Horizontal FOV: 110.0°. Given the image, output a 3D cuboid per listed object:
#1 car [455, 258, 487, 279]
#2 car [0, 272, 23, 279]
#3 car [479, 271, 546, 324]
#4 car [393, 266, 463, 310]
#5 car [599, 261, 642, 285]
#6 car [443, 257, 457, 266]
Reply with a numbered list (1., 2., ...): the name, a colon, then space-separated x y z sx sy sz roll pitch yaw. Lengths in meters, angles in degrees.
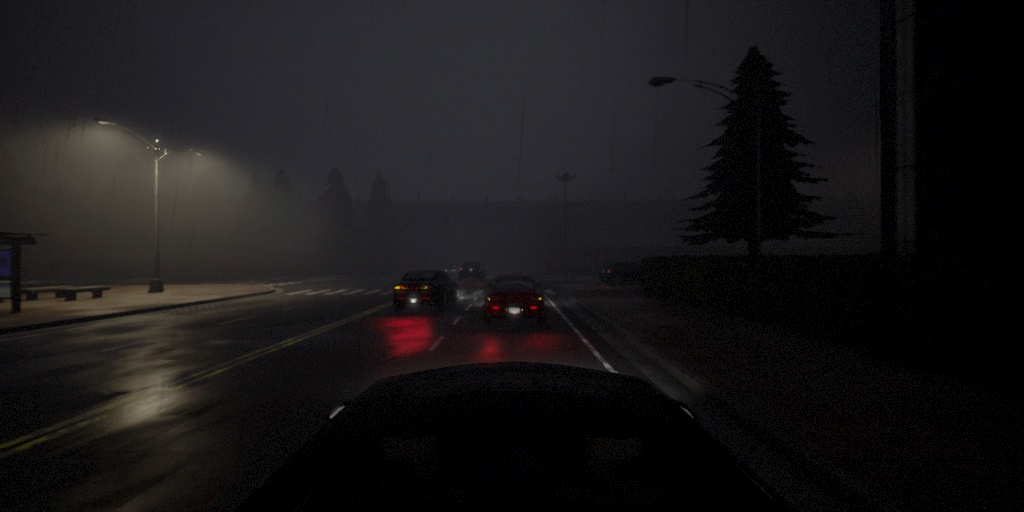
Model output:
1. car: -3.407 1.198 31.850 2.097 1.767 4.553 0 0 0
2. car: -42.313 1.326 28.241 4.892 1.490 1.837 0 -1 -19
3. car: 0.080 1.325 12.038 1.812 1.442 4.674 0 0 0
4. car: -3.414 1.316 14.839 1.837 1.490 4.892 0 -1 0
5. car: 8.844 1.163 26.471 4.553 1.767 2.097 0 0 -6
6. car: -10.537 1.260 62.675 2.150 2.045 5.566 0 0 0
